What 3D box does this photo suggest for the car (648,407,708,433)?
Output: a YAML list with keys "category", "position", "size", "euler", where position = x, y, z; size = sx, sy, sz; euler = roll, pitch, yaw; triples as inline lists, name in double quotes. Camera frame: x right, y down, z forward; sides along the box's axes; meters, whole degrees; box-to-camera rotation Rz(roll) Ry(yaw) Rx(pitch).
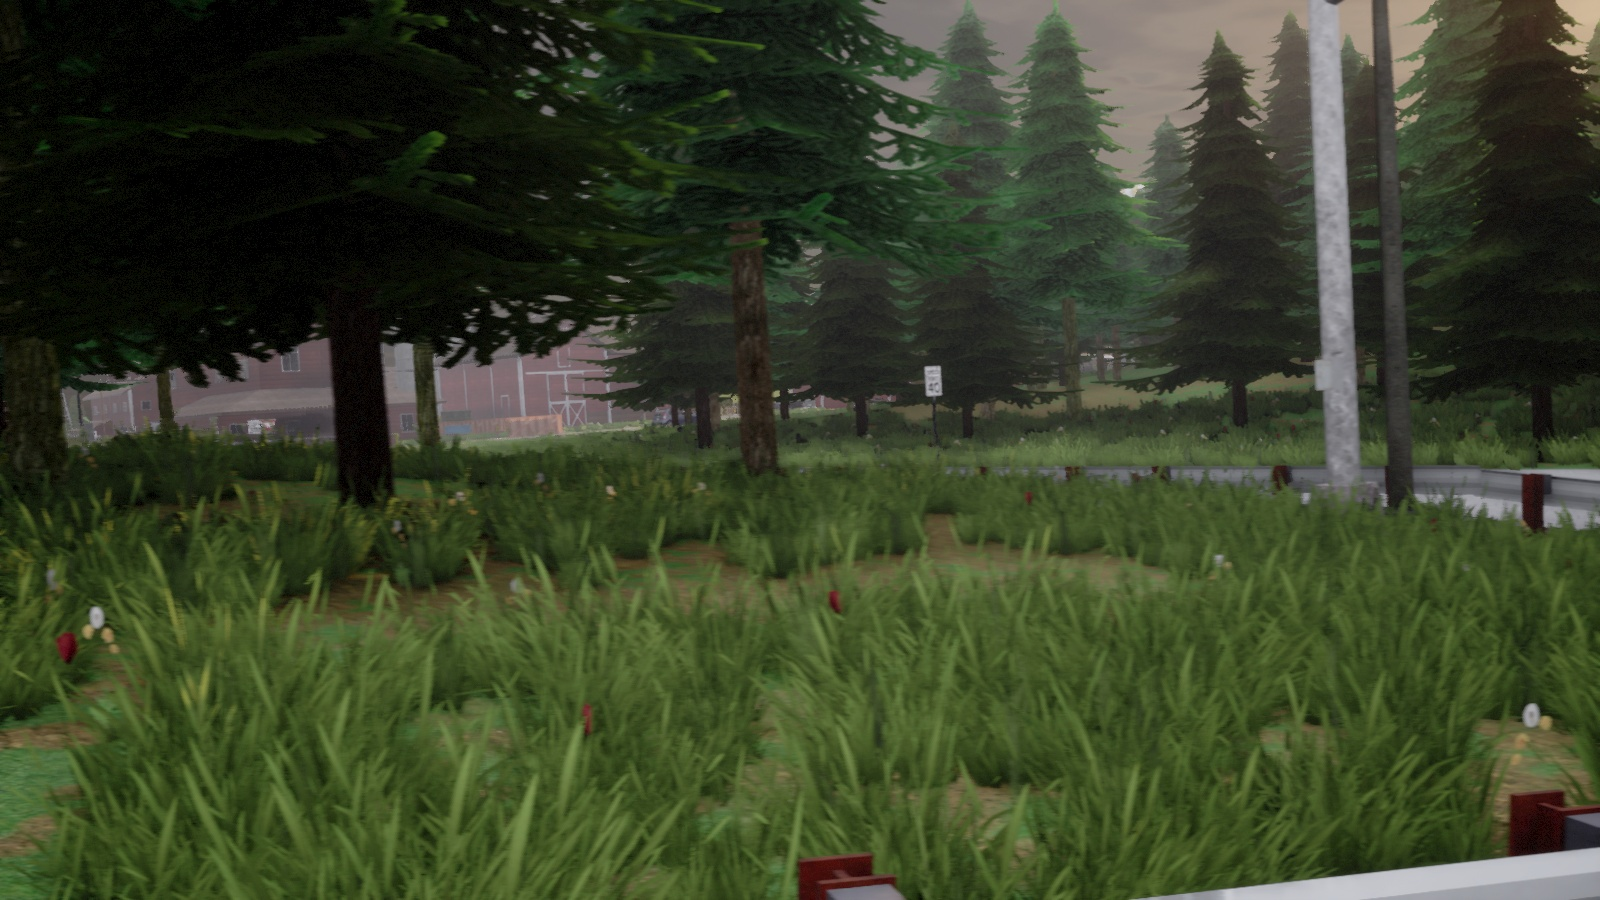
- category: "car"
  position: [-9.036, -2.235, 93.214]
  size: [3.988, 1.617, 1.851]
  euler: [-7, 3, -43]
